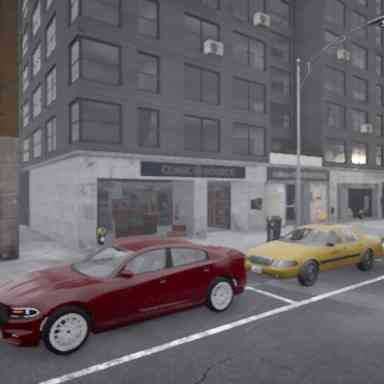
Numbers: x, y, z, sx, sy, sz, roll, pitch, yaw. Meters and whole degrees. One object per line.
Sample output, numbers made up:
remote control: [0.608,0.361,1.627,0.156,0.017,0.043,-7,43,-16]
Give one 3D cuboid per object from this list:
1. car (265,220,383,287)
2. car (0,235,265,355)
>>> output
car: [3.492,1.497,9.259,4.829,1.417,1.752,0,0,-36]
car: [-0.984,1.535,6.065,4.507,1.381,1.887,0,0,-36]
